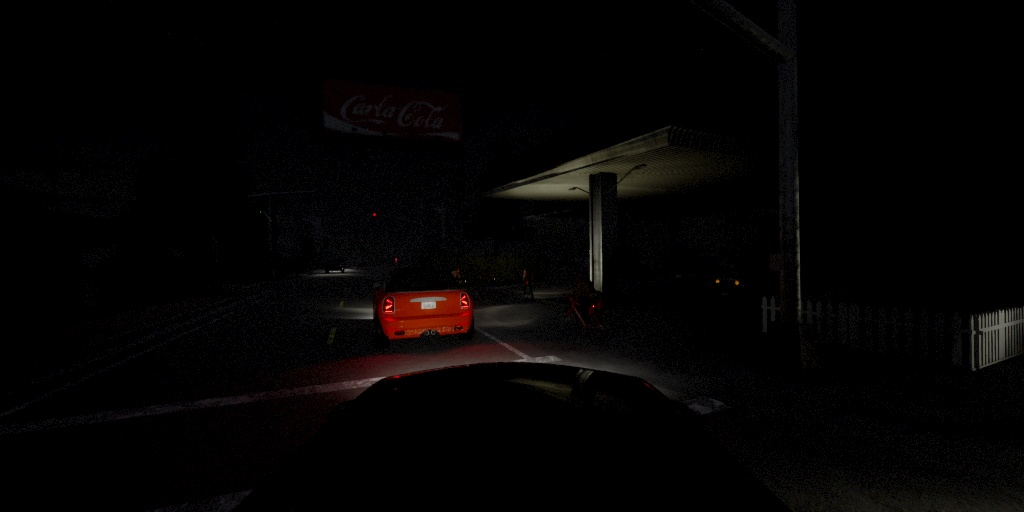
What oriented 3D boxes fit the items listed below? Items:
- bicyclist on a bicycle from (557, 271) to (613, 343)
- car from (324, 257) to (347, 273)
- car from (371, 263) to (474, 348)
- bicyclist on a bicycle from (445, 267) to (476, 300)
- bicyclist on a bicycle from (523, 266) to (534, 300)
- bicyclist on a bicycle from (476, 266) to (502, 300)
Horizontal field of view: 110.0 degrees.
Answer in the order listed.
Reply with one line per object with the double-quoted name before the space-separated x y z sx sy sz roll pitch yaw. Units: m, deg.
"bicyclist on a bicycle" 1.719 1.199 8.651 0.582 1.620 1.656 3 -2 -42
"car" -23.614 1.211 47.848 2.150 2.045 5.566 -1 0 -25
"car" -2.527 1.057 9.444 2.097 1.767 4.553 -1 0 -22
"bicyclist on a bicycle" -2.595 1.318 16.371 1.656 1.620 0.582 1 0 37
"bicyclist on a bicycle" 0.824 1.332 17.861 0.582 1.620 1.656 -1 0 16
"bicyclist on a bicycle" -1.285 1.344 17.750 1.656 1.620 0.582 0 0 -21
